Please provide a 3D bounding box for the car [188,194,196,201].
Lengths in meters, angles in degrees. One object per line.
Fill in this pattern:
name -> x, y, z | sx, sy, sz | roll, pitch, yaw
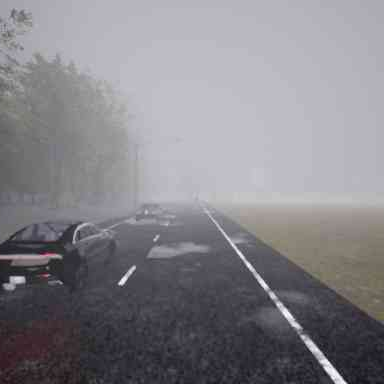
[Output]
car -> 0.011, 1.590, 88.212 | 1.882, 1.535, 5.008 | 0, 0, 0

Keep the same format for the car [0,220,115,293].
car -> -3.397, 1.504, 8.903 | 2.128, 1.511, 4.902 | 0, 0, 0

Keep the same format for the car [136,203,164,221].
car -> -3.396, 1.585, 27.320 | 2.033, 1.411, 5.357 | 0, 0, 0

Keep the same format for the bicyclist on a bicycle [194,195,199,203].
bicyclist on a bicycle -> 0.975, 1.538, 72.030 | 0.866, 1.612, 1.509 | 0, -1, 0

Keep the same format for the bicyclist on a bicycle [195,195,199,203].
bicyclist on a bicycle -> 0.972, 1.458, 62.405 | 0.659, 1.776, 1.843 | 0, 0, 0
